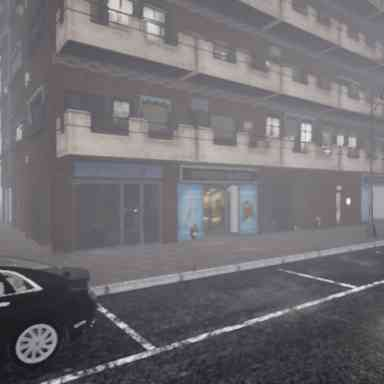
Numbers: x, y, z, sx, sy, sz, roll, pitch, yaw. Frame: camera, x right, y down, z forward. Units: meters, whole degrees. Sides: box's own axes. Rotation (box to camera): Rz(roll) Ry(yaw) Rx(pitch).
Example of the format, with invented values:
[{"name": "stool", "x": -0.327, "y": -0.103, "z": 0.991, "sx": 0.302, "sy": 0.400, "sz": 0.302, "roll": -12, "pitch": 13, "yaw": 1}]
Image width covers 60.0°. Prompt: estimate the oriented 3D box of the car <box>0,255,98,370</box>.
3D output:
[{"name": "car", "x": -3.434, "y": 1.547, "z": 4.127, "sx": 4.403, "sy": 1.369, "sz": 2.008, "roll": 1, "pitch": -1, "yaw": -35}]
